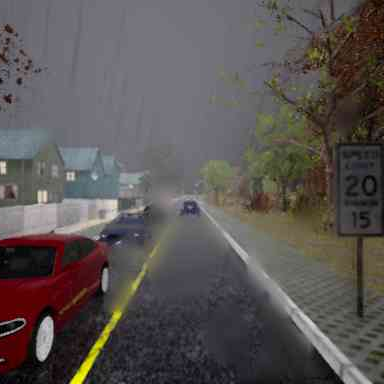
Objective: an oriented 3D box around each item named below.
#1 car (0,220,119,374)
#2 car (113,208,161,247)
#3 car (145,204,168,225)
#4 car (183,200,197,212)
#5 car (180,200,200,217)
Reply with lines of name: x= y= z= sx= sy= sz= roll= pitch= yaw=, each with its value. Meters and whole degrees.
car: x=-2.870 y=1.539 z=6.038 sx=1.882 sy=1.535 sz=5.008 roll=0 pitch=-1 yaw=0
car: x=-2.925 y=1.698 z=16.045 sx=2.033 sy=1.411 sz=5.357 roll=0 pitch=0 yaw=0
car: x=-2.979 y=1.749 z=26.249 sx=1.837 sy=1.490 sz=4.892 roll=0 pitch=-1 yaw=0
car: x=-0.251 y=1.935 z=47.188 sx=1.837 sy=1.490 sz=4.892 roll=0 pitch=0 yaw=0
car: x=-0.197 y=1.679 z=36.054 sx=2.097 sy=1.767 sz=4.553 roll=0 pitch=-1 yaw=0
